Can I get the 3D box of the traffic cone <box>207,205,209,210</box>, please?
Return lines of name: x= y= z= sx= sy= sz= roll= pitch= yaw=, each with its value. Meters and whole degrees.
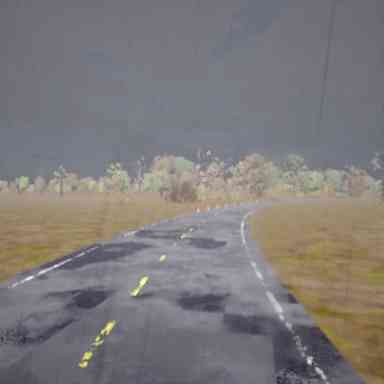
traffic cone: x=2.085 y=1.971 z=42.295 sx=0.340 sy=0.580 sz=0.340 roll=0 pitch=0 yaw=17

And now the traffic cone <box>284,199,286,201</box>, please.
traffic cone: x=24.487 y=1.964 z=87.744 sx=0.340 sy=0.580 sz=0.340 roll=0 pitch=0 yaw=36

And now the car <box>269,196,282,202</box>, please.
car: x=18.595 y=1.575 z=74.368 sx=1.994 sy=1.385 sz=4.181 roll=0 pitch=0 yaw=31
